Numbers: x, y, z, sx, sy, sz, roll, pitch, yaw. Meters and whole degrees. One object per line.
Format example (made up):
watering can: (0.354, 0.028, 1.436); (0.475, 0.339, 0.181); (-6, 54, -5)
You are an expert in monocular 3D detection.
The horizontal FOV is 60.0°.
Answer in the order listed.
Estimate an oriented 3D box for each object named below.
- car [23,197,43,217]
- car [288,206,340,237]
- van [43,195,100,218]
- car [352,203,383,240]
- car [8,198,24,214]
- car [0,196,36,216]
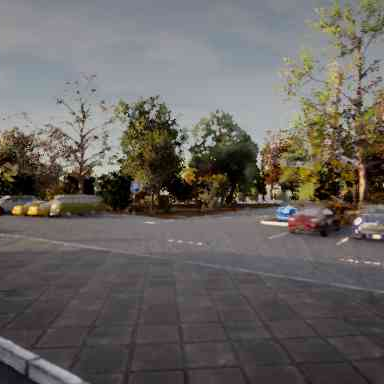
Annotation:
car: (-12.618, 1.538, 31.556); (1.946, 1.575, 5.366); (-1, -1, 35)
car: (6.571, 1.472, 17.836); (2.002, 1.452, 4.674); (0, 0, 35)
van: (-10.506, 1.277, 29.706); (1.878, 1.987, 4.442); (-1, -1, 35)
car: (9.193, 1.315, 16.052); (2.185, 1.767, 4.553); (0, 0, 35)
car: (-14.796, 1.581, 33.084); (1.946, 1.575, 5.366); (-1, -1, 35)
car: (-19.603, 1.445, 36.194); (2.435, 2.045, 5.566); (-2, -1, 35)
